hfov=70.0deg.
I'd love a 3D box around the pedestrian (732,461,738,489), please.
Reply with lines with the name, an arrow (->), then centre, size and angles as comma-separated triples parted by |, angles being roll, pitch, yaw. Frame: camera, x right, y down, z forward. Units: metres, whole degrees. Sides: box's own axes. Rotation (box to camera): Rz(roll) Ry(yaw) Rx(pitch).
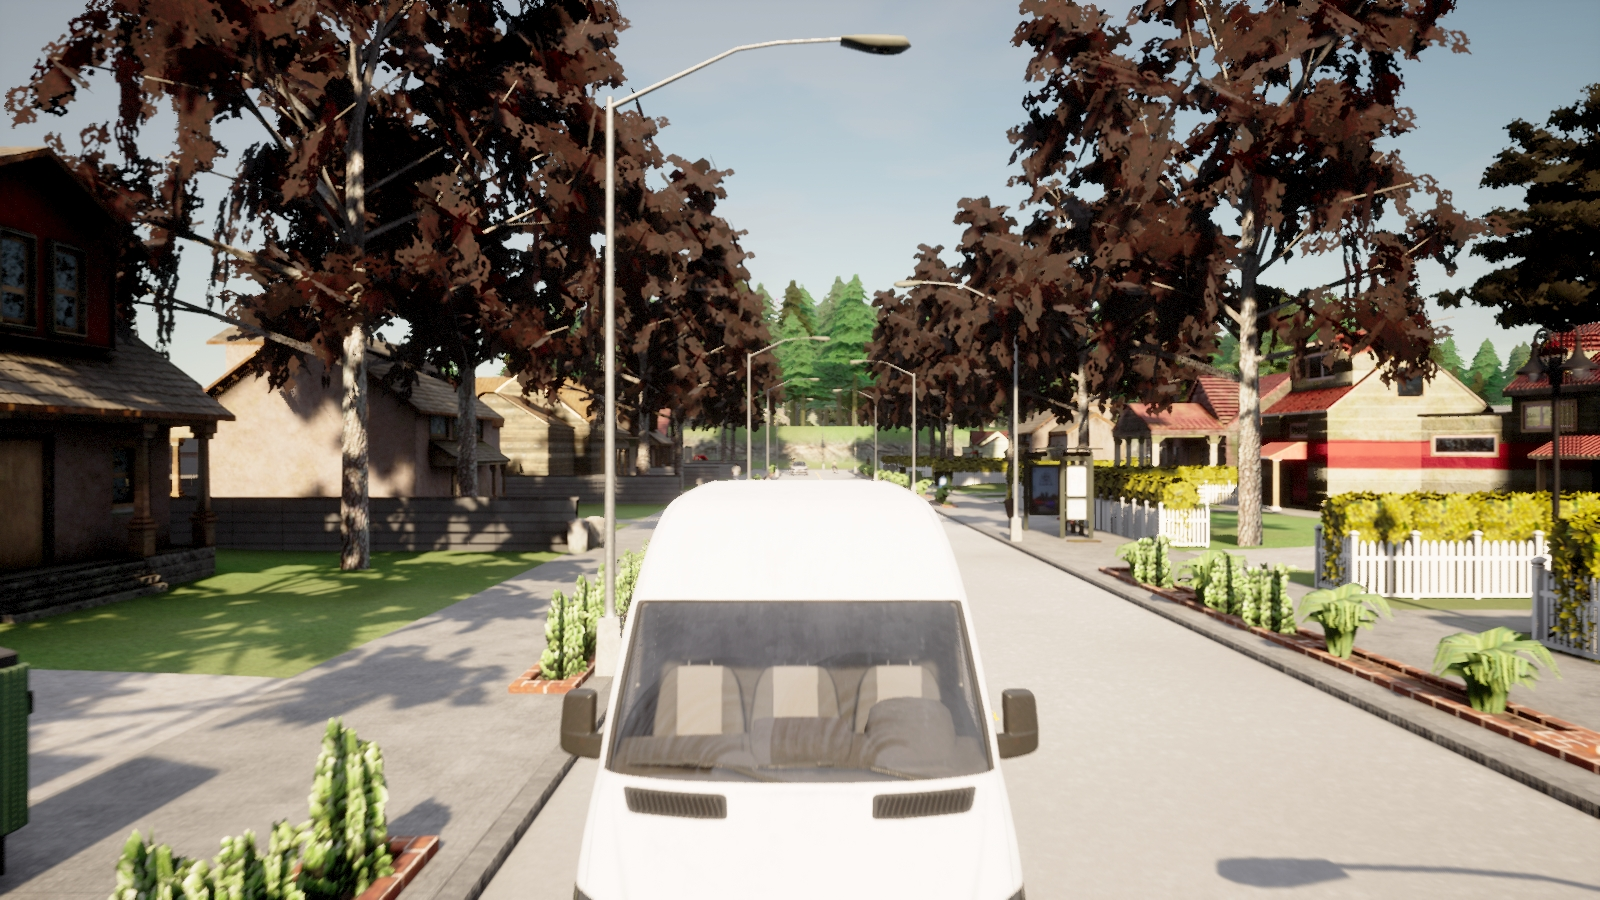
pedestrian -> -4.390, 1.687, 77.410 | 0.375, 1.860, 0.375 | 0, 0, 2

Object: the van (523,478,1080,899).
van -> 0.004, 1.528, 7.040 | 1.988, 2.561, 5.915 | 0, 0, 0
